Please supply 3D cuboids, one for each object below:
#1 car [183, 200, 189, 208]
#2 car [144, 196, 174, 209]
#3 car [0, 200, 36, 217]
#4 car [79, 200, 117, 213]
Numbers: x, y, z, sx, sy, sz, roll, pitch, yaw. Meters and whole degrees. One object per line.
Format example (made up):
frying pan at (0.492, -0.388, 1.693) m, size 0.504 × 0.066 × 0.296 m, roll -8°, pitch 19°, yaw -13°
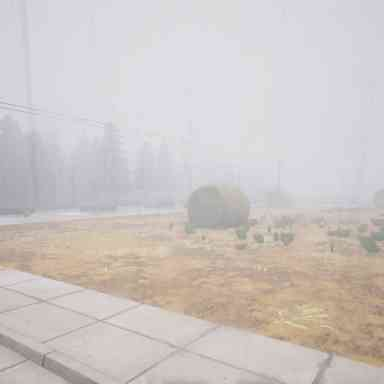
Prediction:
car at (0.621, 1.590, 46.676) m, size 1.994 × 1.385 × 4.181 m, roll 0°, pitch 0°, yaw 37°
car at (-4.510, 1.378, 45.995) m, size 2.097 × 1.767 × 4.553 m, roll 0°, pitch 0°, yaw 35°
car at (-16.551, 1.518, 29.728) m, size 2.128 × 1.511 × 4.902 m, roll 0°, pitch 0°, yaw 37°
car at (-10.627, 1.591, 37.714) m, size 1.994 × 1.385 × 4.181 m, roll 0°, pitch 0°, yaw 37°
